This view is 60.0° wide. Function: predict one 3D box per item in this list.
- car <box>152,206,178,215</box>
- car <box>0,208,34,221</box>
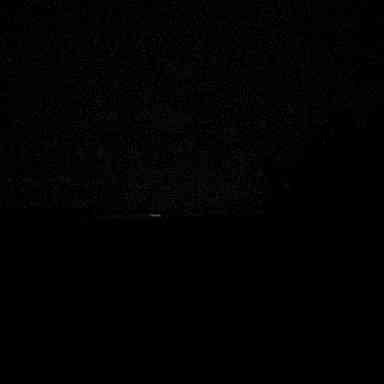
[{"bbox_3d":[-4.615,3.173,57.363,2.033,1.411,5.357,3,0,36],"label":"car"},{"bbox_3d":[-19.664,2.426,36.549,1.994,1.385,4.181,3,0,36],"label":"car"}]
